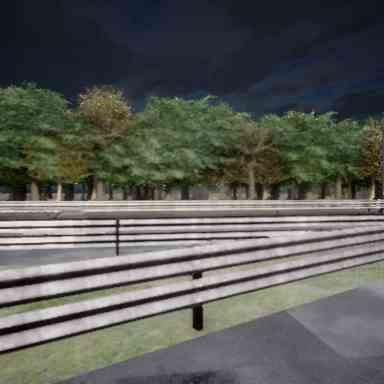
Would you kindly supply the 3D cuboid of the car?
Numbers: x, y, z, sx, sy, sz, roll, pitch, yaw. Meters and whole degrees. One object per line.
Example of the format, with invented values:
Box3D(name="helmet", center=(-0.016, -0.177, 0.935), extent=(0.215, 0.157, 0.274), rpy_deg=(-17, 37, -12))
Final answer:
Box3D(name="car", center=(-5.125, 1.535, 15.384), extent=(4.718, 1.301, 1.895), rpy_deg=(0, 0, -12))
